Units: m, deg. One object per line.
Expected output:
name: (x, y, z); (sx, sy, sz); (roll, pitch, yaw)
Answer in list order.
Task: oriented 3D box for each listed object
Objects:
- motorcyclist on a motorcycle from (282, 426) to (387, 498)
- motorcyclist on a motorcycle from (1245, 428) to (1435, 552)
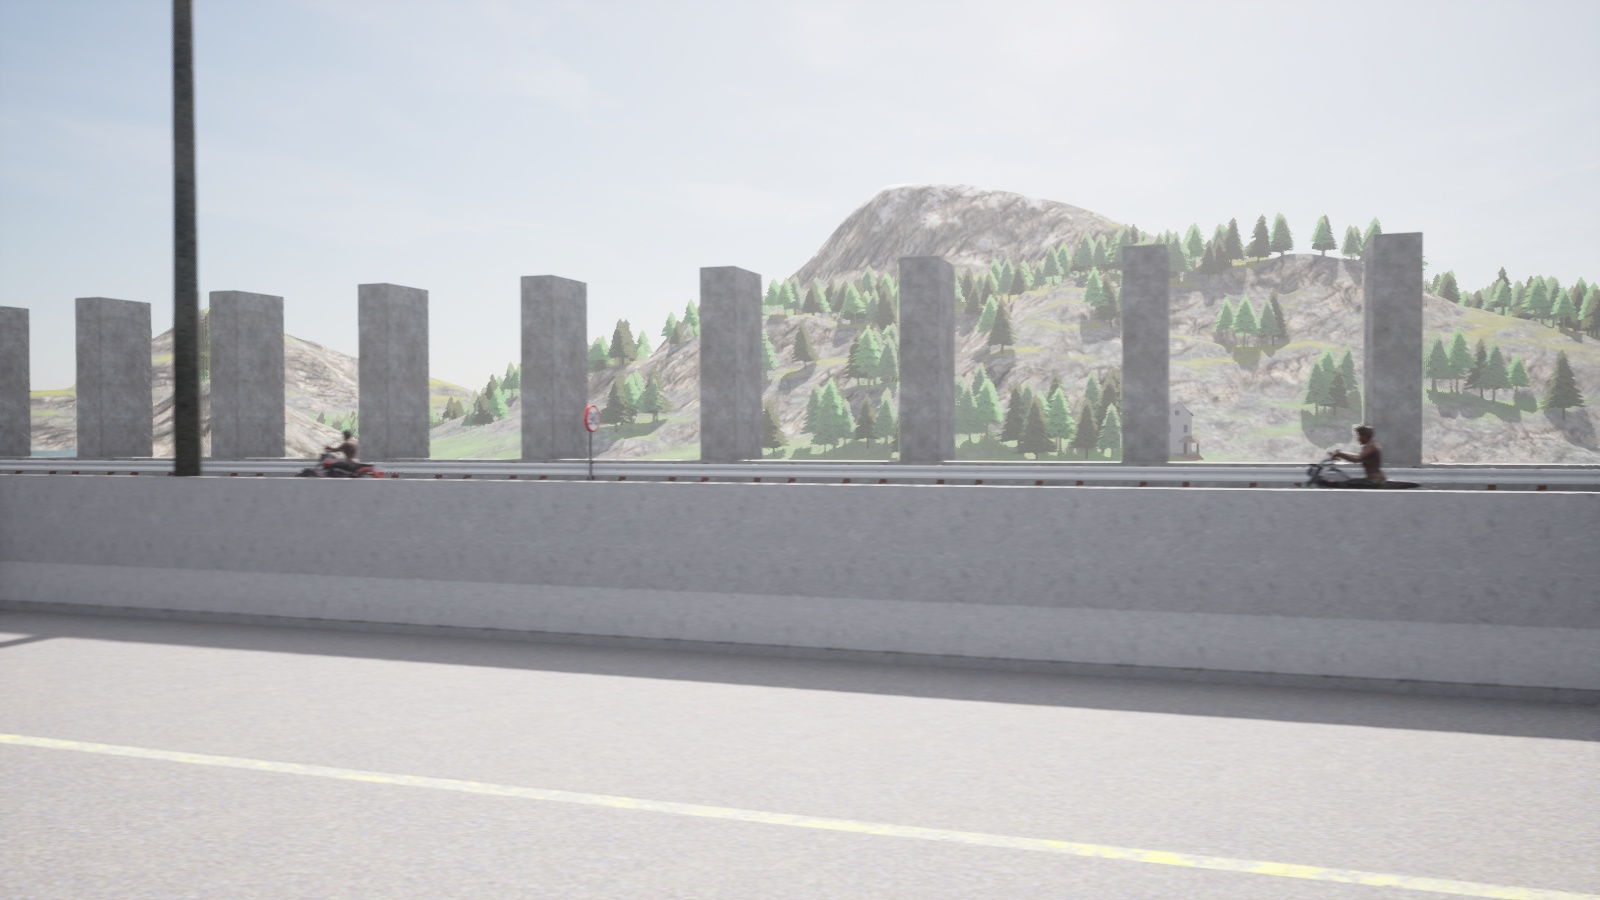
motorcyclist on a motorcycle: (-10.838, 0.267, 29.247); (2.350, 1.649, 0.766); (0, 0, 20)
motorcyclist on a motorcycle: (7.577, 0.523, 17.666); (2.350, 1.649, 0.766); (0, 1, 32)
